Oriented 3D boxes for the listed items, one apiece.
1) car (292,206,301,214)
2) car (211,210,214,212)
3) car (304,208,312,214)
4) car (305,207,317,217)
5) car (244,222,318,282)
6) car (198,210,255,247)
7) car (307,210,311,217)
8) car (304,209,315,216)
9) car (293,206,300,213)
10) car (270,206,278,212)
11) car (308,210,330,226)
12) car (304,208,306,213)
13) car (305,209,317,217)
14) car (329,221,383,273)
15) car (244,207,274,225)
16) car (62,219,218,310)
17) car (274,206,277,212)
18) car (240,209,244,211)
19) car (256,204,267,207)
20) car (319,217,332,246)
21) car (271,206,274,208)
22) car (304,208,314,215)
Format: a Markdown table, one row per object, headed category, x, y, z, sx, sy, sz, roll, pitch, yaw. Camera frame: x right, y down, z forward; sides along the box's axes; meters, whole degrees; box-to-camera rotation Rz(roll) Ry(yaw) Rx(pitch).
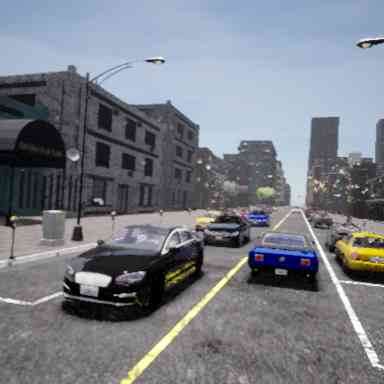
| category | x | y | z | sx | sy | sz | roll | pitch | yaw |
| --- | --- | --- | --- | --- | --- | --- | --- | --- | --- |
| car | 24.467 | 4.415 | 78.031 | 1.895 | 1.301 | 4.718 | 3 | -1 | 18 |
| car | 1.532 | 2.072 | 24.831 | 1.752 | 1.417 | 4.829 | 3 | -1 | 18 |
| car | 29.745 | 4.781 | 85.501 | 1.752 | 1.417 | 4.829 | 3 | -1 | 18 |
| car | 16.285 | 3.129 | 43.508 | 1.967 | 1.590 | 4.097 | 3 | -1 | 18 |
| car | 3.102 | 1.947 | 11.097 | 1.895 | 1.301 | 4.718 | 3 | -1 | 18 |
| car | 1.990 | 1.951 | 17.748 | 1.812 | 1.442 | 4.674 | 3 | -1 | 18 |
| car | 14.595 | 3.076 | 38.238 | 1.802 | 1.307 | 4.206 | 3 | -1 | 18 |
| car | 24.683 | 4.234 | 69.845 | 1.947 | 1.339 | 4.313 | 3 | -1 | 18 |
| car | 27.505 | 4.591 | 87.530 | 1.837 | 1.490 | 4.892 | 3 | -1 | 18 |
| car | 22.139 | 4.474 | 89.634 | 1.752 | 1.417 | 4.829 | 3 | -1 | 18 |
| car | 12.916 | 2.851 | 32.970 | 2.008 | 1.369 | 4.403 | 3 | -1 | 18 |
| car | 21.336 | 3.591 | 59.314 | 2.192 | 1.841 | 5.009 | 3 | -1 | 18 |
| car | 23.002 | 4.037 | 64.577 | 1.947 | 1.339 | 4.313 | 3 | -1 | 18 |
| car | 6.244 | 2.053 | 12.061 | 1.752 | 1.417 | 4.829 | 3 | -1 | 18 |
| car | 6.209 | 2.439 | 30.931 | 1.812 | 1.442 | 4.674 | 3 | -1 | 18 |
| car | -1.063 | 1.565 | 8.214 | 2.128 | 1.511 | 4.902 | 3 | -1 | 18 |
| car | 16.719 | 3.750 | 72.406 | 1.967 | 1.590 | 4.097 | 3 | -1 | 18 |
| car | 3.261 | 2.329 | 30.260 | 1.802 | 1.307 | 4.206 | 3 | -1 | 18 |
| car | 9.937 | 3.045 | 51.171 | 1.752 | 1.417 | 4.829 | 3 | -1 | 18 |
| car | 7.872 | 2.267 | 17.167 | 2.008 | 1.369 | 4.403 | 3 | -1 | 18 |
| car | 15.029 | 3.695 | 67.136 | 1.802 | 1.307 | 4.206 | 3 | -1 | 18 |
| car | 26.279 | 4.398 | 74.819 | 1.887 | 1.381 | 4.507 | 3 | -1 | 18 |
